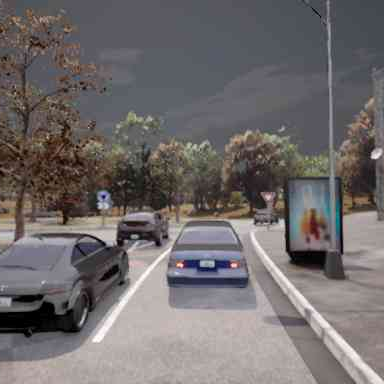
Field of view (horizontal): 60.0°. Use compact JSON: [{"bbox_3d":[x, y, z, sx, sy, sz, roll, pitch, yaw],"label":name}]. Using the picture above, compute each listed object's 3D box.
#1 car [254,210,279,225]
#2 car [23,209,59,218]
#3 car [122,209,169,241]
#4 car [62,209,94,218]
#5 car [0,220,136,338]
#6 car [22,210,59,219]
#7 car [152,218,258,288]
[{"bbox_3d":[7.456,2.502,33.111,2.128,1.511,4.902,-1,-3,23],"label":"car"},{"bbox_3d":[-23.860,3.513,52.844,4.902,1.511,2.128,2,-4,-34],"label":"car"},{"bbox_3d":[-2.161,1.589,15.552,1.837,1.490,4.892,0,-2,2],"label":"car"},{"bbox_3d":[-18.879,3.607,55.292,5.008,1.535,1.882,0,-3,-13],"label":"car"},{"bbox_3d":[-2.598,1.494,6.629,1.994,1.385,4.181,0,0,2],"label":"car"},{"bbox_3d":[-25.303,3.722,55.783,5.357,1.411,2.033,2,-4,-33],"label":"car"},{"bbox_3d":[0.435,1.479,9.024,2.033,1.411,5.357,0,-1,3],"label":"car"}]
